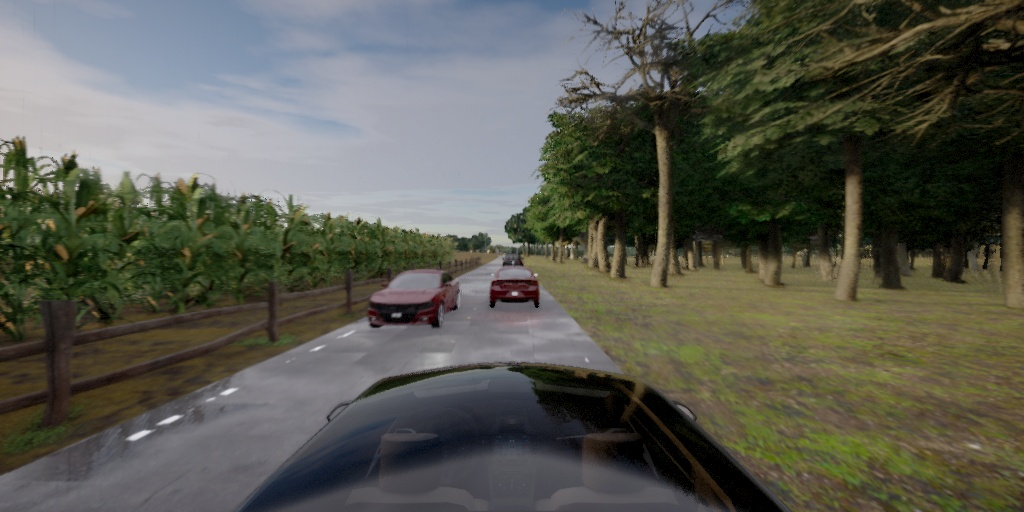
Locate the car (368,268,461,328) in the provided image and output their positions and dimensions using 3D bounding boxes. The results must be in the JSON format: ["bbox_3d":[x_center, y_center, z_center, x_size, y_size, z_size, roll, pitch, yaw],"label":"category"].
[{"bbox_3d":[-2.827,1.171,11.310,1.882,1.535,5.008,0,0,0],"label":"car"}]

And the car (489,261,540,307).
[{"bbox_3d":[0.103,1.147,15.029,1.882,1.535,5.008,0,0,0],"label":"car"}]

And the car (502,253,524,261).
[{"bbox_3d":[0.107,0.733,37.606,2.150,2.045,5.566,0,0,0],"label":"car"}]
